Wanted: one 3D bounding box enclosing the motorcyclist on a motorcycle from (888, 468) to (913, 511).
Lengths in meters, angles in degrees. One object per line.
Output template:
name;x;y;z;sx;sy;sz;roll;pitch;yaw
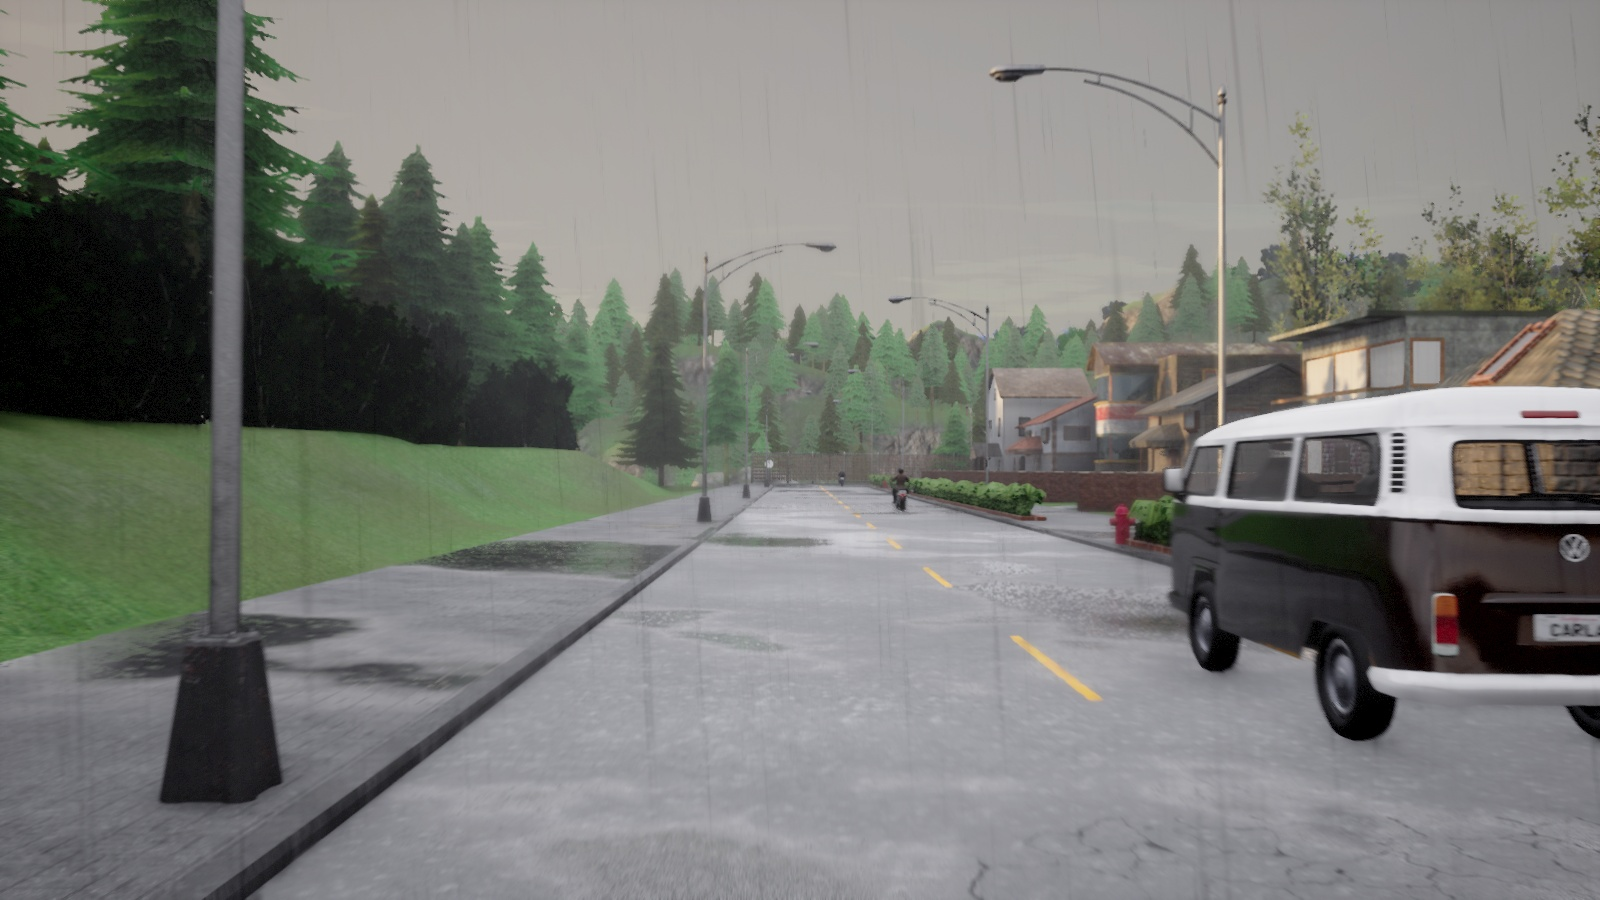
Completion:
motorcyclist on a motorcycle;3.893;1.516;48.840;0.766;1.649;2.350;0;-1;0

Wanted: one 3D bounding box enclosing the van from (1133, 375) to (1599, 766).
van;3.978;0.659;8.812;2.069;2.038;4.480;0;-1;0
